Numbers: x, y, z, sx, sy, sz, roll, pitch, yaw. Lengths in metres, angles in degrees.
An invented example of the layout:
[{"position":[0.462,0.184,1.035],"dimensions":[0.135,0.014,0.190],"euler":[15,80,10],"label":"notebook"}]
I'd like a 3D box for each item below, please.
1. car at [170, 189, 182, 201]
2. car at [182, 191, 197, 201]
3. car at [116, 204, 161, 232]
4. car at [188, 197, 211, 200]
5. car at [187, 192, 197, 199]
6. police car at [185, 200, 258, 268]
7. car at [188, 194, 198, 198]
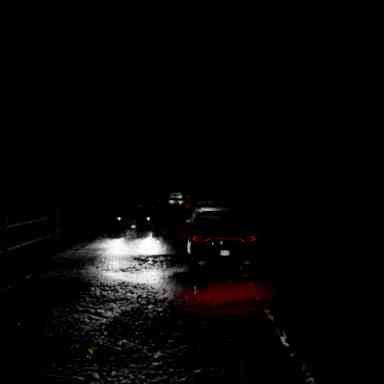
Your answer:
[{"position":[-2.810,0.463,60.729],"dimensions":[2.150,2.045,5.566],"euler":[0,1,1],"label":"car"},{"position":[0.023,0.878,48.098],"dimensions":[2.128,1.511,4.902],"euler":[0,1,1],"label":"car"},{"position":[-2.854,1.356,18.455],"dimensions":[1.895,1.301,4.718],"euler":[0,1,0],"label":"car"},{"position":[0.820,1.251,20.784],"dimensions":[1.812,1.442,4.674],"euler":[0,1,0],"label":"car"},{"position":[-0.018,0.772,67.336],"dimensions":[1.895,1.301,4.718],"euler":[0,1,0],"label":"car"},{"position":[0.823,1.278,10.893],"dimensions":[1.930,1.638,5.238],"euler":[0,1,0],"label":"police car"},{"position":[0.818,1.153,26.783],"dimensions":[1.837,1.490,4.892],"euler":[0,1,0],"label":"car"}]
